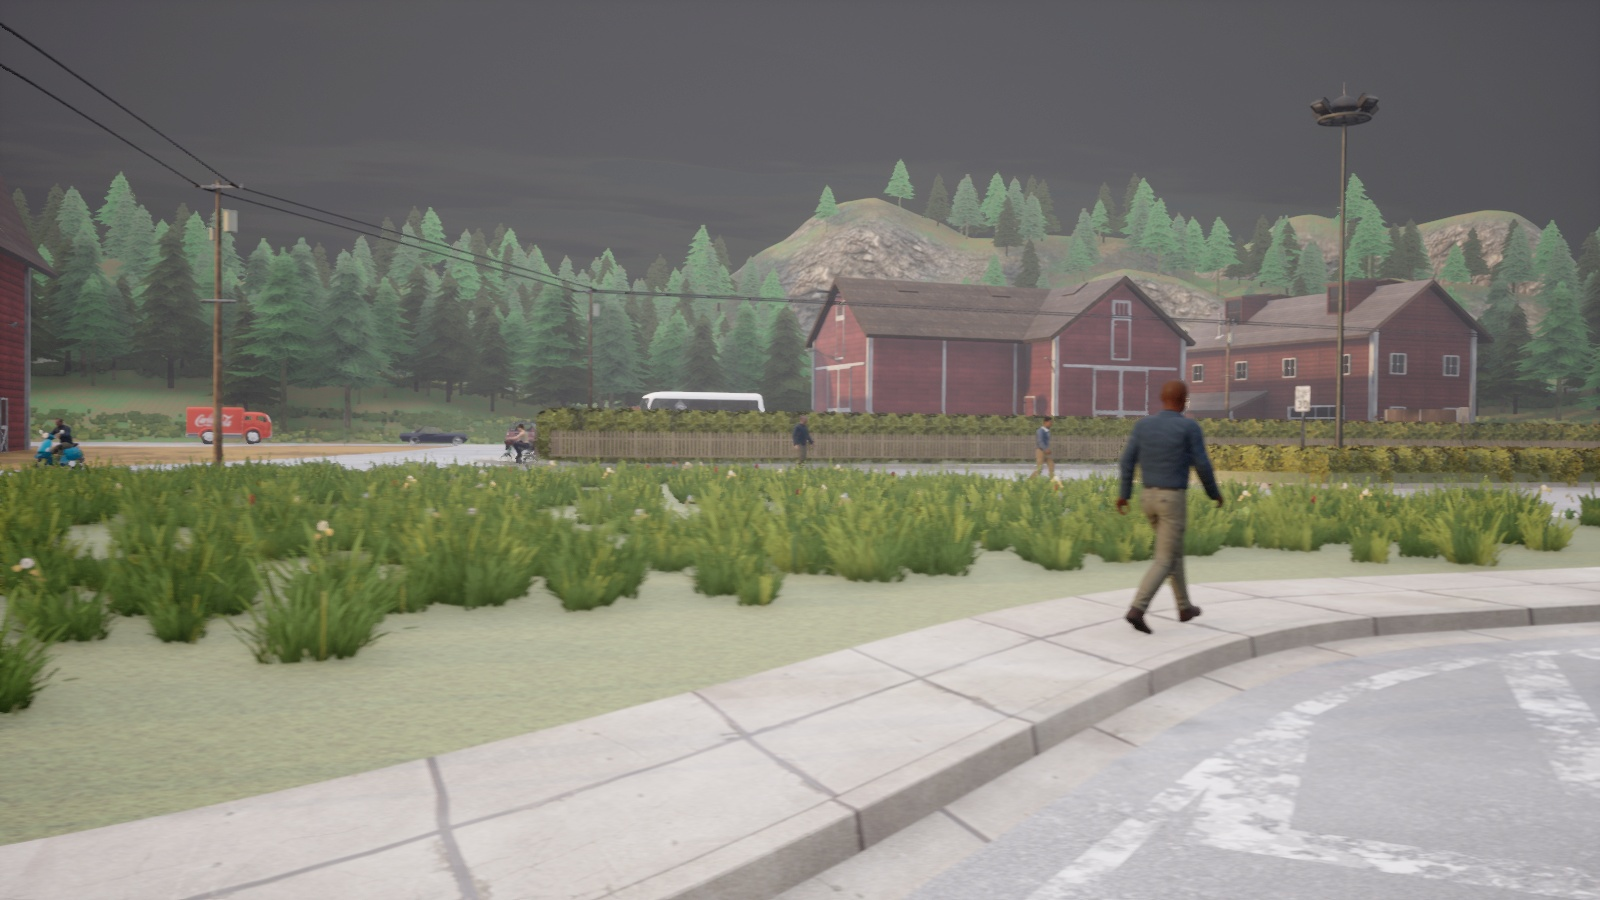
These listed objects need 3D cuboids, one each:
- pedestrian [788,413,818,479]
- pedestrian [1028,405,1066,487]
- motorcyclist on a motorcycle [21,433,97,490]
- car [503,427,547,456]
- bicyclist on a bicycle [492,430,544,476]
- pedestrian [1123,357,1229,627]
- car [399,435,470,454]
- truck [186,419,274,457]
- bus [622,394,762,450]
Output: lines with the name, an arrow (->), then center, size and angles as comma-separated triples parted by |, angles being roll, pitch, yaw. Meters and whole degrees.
pedestrian -> 0.081, -0.116, 35.176 | 0.726, 1.842, 0.402 | 0, 1, 38
pedestrian -> 5.968, -0.101, 30.386 | 0.788, 1.949, 0.423 | 0, 1, 41
motorcyclist on a motorcycle -> -21.659, 0.322, 36.762 | 0.866, 1.590, 1.817 | 0, 1, 14
car -> -15.741, -0.515, 72.109 | 1.851, 1.617, 3.988 | -1, 1, -3
bicyclist on a bicycle -> -9.925, 0.100, 44.204 | 1.509, 1.612, 0.866 | 1, 0, 16
pedestrian -> 2.678, 0.281, 8.922 | 0.726, 1.835, 0.370 | -1, 1, -40
car -> -25.912, -0.409, 89.021 | 4.718, 1.301, 1.895 | -1, 1, -20
truck -> -38.315, -0.794, 84.573 | 5.204, 2.467, 2.627 | -1, 1, -20
bus -> -8.486, -2.229, 98.959 | 10.273, 4.253, 3.944 | -1, 1, -20
